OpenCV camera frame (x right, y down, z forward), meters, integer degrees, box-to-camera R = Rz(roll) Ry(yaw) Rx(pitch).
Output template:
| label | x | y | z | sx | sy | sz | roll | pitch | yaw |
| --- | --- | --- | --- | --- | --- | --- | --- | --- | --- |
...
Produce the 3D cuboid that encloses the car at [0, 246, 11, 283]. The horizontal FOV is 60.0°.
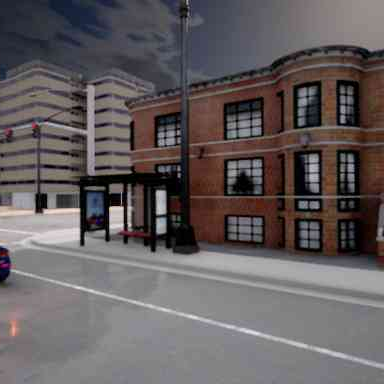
| label | x | y | z | sx | sy | sz | roll | pitch | yaw |
| --- | --- | --- | --- | --- | --- | --- | --- | --- | --- |
| car | -6.444 | 1.605 | 8.574 | 4.674 | 1.442 | 1.812 | 0 | 0 | 36 |
